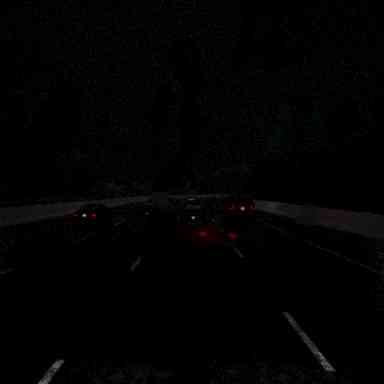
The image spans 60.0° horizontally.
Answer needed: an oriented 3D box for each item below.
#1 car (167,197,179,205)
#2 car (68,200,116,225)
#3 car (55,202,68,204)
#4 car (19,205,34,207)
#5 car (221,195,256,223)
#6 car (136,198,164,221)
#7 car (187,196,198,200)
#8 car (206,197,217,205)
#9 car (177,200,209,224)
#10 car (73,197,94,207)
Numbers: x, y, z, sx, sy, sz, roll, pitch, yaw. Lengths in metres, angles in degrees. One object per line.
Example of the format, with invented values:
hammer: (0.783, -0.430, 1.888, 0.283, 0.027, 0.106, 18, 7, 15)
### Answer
car: (-3.445, 1.598, 60.311, 1.994, 1.385, 4.181, 0, 0, 0)
car: (-6.910, 1.560, 23.857, 2.033, 1.411, 5.357, 0, 0, 0)
car: (-21.067, 1.264, 53.547, 2.150, 2.045, 5.566, 0, 0, 1)
car: (-24.575, 1.537, 50.173, 1.837, 1.490, 4.892, 0, 0, 1)
car: (3.581, 1.239, 26.121, 2.150, 2.045, 5.566, 0, 0, 0)
car: (-3.421, 1.493, 27.835, 1.882, 1.535, 5.008, 0, 0, 0)
car: (0.056, 1.526, 60.382, 2.128, 1.511, 4.902, 0, 0, 0)
car: (3.555, 1.636, 60.570, 1.895, 1.301, 4.718, 0, 0, 0)
car: (0.083, 1.540, 24.746, 1.812, 1.442, 4.674, 0, 0, 0)
car: (-17.566, 1.553, 54.230, 1.812, 1.442, 4.674, 0, 0, 1)
